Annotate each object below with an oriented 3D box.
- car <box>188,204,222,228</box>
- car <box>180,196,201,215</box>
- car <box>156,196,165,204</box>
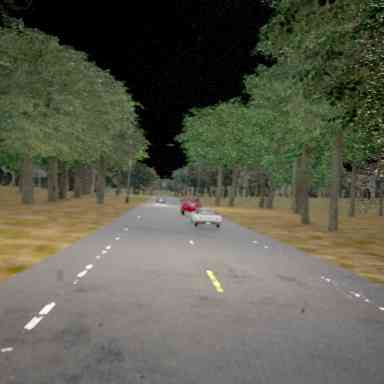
[{"bbox_3d":[0.985,1.907,25.546,1.895,1.301,4.718,4,0,-5],"label":"car"},{"bbox_3d":[-0.156,1.556,38.396,2.150,2.045,5.566,4,0,-5],"label":"car"},{"bbox_3d":[-6.332,1.630,67.696,2.128,1.511,4.902,4,0,-5],"label":"car"}]
